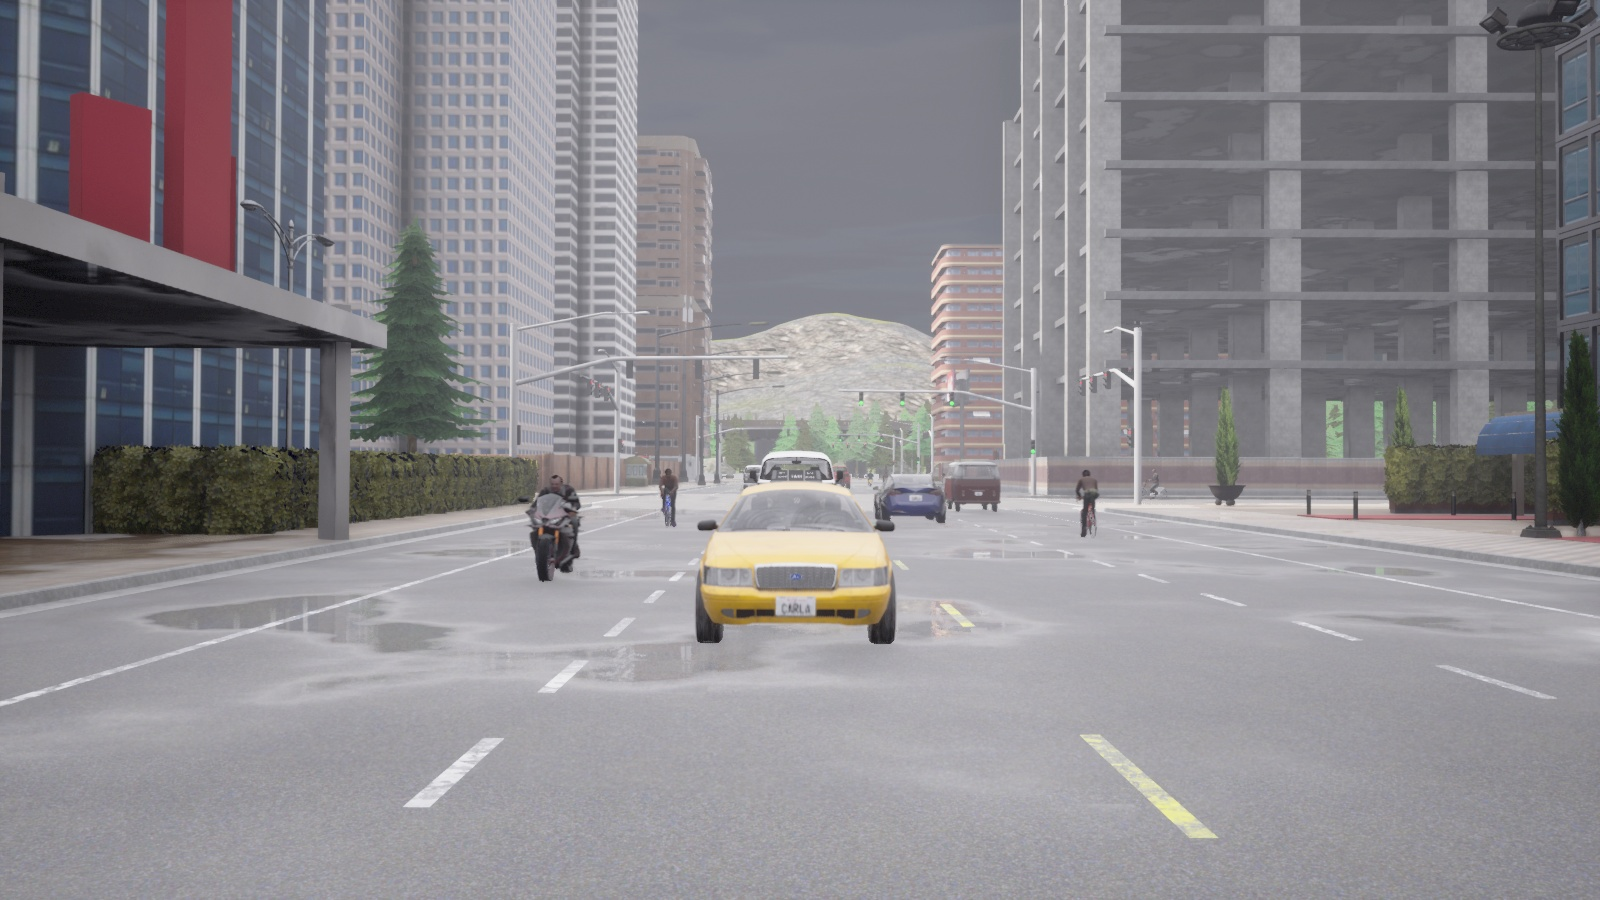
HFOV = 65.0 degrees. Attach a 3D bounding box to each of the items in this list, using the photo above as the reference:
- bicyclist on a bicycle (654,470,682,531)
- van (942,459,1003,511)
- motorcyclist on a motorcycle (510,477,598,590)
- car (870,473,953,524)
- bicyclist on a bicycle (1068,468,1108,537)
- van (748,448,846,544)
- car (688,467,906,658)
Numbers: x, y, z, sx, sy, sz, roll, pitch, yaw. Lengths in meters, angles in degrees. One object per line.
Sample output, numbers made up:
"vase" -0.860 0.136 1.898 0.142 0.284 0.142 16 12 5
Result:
"bicyclist on a bicycle" -3.585 1.356 34.254 0.582 1.620 1.656 0 -1 0
"van" 6.870 1.386 50.407 1.775 1.987 4.442 0 -1 0
"motorcyclist on a motorcycle" -3.545 1.170 18.283 0.866 1.530 2.191 0 -1 0
"car" 3.402 1.459 39.291 2.163 1.488 4.792 0 -1 0
"bicyclist on a bicycle" 6.924 1.246 30.245 0.582 1.620 1.656 0 -1 0
"van" -0.074 1.025 29.047 2.069 2.038 4.480 0 -1 0
"car" -0.033 0.973 13.090 1.801 1.575 5.366 0 -1 0
